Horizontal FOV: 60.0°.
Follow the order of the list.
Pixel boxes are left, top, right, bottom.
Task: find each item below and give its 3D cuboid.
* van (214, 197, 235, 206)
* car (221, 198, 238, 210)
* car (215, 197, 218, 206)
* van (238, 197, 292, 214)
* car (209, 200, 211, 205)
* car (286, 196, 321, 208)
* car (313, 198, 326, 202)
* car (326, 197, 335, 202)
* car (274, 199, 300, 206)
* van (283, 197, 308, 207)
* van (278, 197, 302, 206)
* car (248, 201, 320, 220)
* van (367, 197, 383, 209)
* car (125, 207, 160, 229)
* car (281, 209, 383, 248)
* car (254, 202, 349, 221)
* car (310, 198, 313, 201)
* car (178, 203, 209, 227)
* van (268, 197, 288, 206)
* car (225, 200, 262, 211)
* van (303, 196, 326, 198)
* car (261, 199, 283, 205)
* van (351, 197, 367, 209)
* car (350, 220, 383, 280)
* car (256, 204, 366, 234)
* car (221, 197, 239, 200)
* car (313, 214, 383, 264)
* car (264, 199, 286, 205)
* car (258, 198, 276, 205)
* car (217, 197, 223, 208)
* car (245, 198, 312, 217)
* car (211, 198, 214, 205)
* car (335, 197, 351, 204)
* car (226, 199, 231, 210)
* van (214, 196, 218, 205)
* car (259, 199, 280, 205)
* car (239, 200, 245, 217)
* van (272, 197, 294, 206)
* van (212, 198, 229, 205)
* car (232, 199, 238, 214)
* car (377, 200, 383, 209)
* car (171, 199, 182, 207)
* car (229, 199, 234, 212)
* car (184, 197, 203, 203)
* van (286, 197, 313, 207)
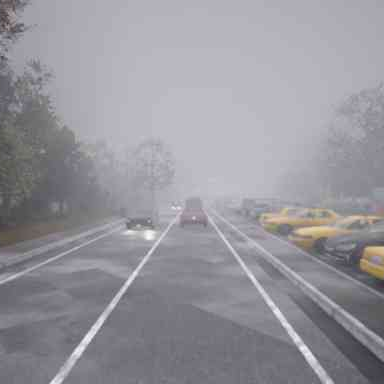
[{"bbox_3d":[7.273,2.102,74.696,4.442,1.987,1.878,0,-2,0],"label":"van"},{"bbox_3d":[6.965,1.897,44.177,5.366,1.575,1.946,0,-1,0],"label":"car"},{"bbox_3d":[7.275,2.093,60.831,5.008,1.535,2.097,0,-1,0],"label":"car"},{"bbox_3d":[7.179,1.546,33.073,4.442,1.987,1.878,0,-1,0],"label":"van"},{"bbox_3d":[7.483,2.634,85.789,5.008,1.535,2.097,0,-2,0],"label":"car"},{"bbox_3d":[20.332,1.834,60.723,5.566,2.045,2.435,0,-1,0],"label":"car"},{"bbox_3d":[20.245,1.924,46.746,5.008,1.535,2.097,0,-1,0],"label":"car"},{"bbox_3d":[20.179,1.609,41.208,5.566,2.045,2.435,0,-1,0],"label":"car"},{"bbox_3d":[20.452,2.239,71.655,5.008,1.535,2.097,0,-2,0],"label":"car"},{"bbox_3d":[20.519,1.922,66.137,4.442,1.987,1.878,0,-1,0],"label":"van"},{"bbox_3d":[20.309,1.956,69.042,4.442,1.987,1.878,0,-1,0],"label":"van"},{"bbox_3d":[6.991,1.685,24.743,4.892,1.521,2.231,0,0,0],"label":"car"},{"bbox_3d":[20.258,1.538,32.898,4.442,1.987,1.878,0,-1,0],"label":"van"},{"bbox_3d":[-3.314,1.742,23.345,2.033,1.411,5.357,0,-1,0],"label":"car"},{"bbox_3d":[6.724,1.630,13.651,5.366,1.575,1.946,0,0,0],"label":"car"},{"bbox_3d":[7.161,1.662,21.974,5.366,1.575,1.946,0,0,0],"label":"car"},{"bbox_3d":[20.276,1.998,49.640,4.674,1.452,2.002,0,-1,0],"label":"car"},{"bbox_3d":[0.143,1.773,24.937,1.994,1.385,4.181,0,0,0],"label":"car"},{"bbox_3d":[20.629,2.243,79.967,4.442,1.987,1.878,0,-2,0],"label":"van"},{"bbox_3d":[7.178,1.934,46.951,4.892,1.521,2.231,0,-1,0],"label":"car"},{"bbox_3d":[20.412,1.764,52.413,4.442,1.987,1.878,0,-1,0],"label":"van"},{"bbox_3d":[20.550,2.622,85.500,5.008,1.535,2.097,0,-2,0],"label":"car"},{"bbox_3d":[20.046,1.570,35.669,4.442,1.987,1.878,0,-1,0],"label":"van"},{"bbox_3d":[7.052,1.614,8.096,5.366,1.575,1.946,0,0,0],"label":"car"},{"bbox_3d":[6.769,1.648,19.324,5.366,1.575,1.946,0,0,0],"label":"car"},{"bbox_3d":[7.187,1.966,49.727,4.892,1.521,2.231,0,-1,0],"label":"car"},{"bbox_3d":[6.894,1.626,10.874,4.892,1.521,2.231,0,0,0],"label":"car"},{"bbox_3d":[20.528,2.546,82.731,4.892,1.521,2.231,0,-2,0],"label":"car"},{"bbox_3d":[20.568,2.649,91.042,4.553,1.767,2.185,0,-2,0],"label":"car"},{"bbox_3d":[7.030,1.994,52.504,5.366,1.575,1.946,0,-1,0],"label":"car"},{"bbox_3d":[7.050,1.585,27.523,4.553,1.767,2.185,0,-1,0],"label":"car"},{"bbox_3d":[7.375,1.938,69.161,5.566,2.045,2.435,0,-1,0],"label":"car"},{"bbox_3d":[20.157,1.577,38.438,5.566,2.045,2.435,0,-1,0],"label":"car"},{"bbox_3d":[7.099,1.898,41.399,4.792,1.488,2.163,0,-1,0],"label":"car"},{"bbox_3d":[7.208,1.932,66.386,4.442,1.987,1.878,0,-1,0],"label":"van"},{"bbox_3d":[20.573,2.702,88.394,5.008,1.535,2.097,0,-2,0],"label":"car"},{"bbox_3d":[7.070,1.769,30.294,4.792,1.488,2.163,0,-1,0],"label":"car"},{"bbox_3d":[20.351,2.090,74.432,4.442,1.987,1.878,0,-2,0],"label":"van"},{"bbox_3d":[7.616,2.485,88.570,4.442,1.987,1.878,0,-2,0],"label":"van"},{"bbox_3d":[7.055,1.834,35.847,4.792,1.488,2.163,0,-1,0],"label":"car"},{"bbox_3d":[20.125,1.732,30.126,5.008,1.535,2.097,0,-1,0],"label":"car"},{"bbox_3d":[-3.002,2.196,65.546,2.128,1.511,4.902,0,-1,1],"label":"car"},{"bbox_3d":[7.077,1.866,38.623,4.792,1.488,2.163,0,-1,0],"label":"car"},{"bbox_3d":[0.240,1.604,42.438,2.150,2.045,5.566,0,-1,0],"label":"car"},{"bbox_3d":[20.499,1.892,63.492,4.442,1.987,1.878,0,-1,0],"label":"van"}]
